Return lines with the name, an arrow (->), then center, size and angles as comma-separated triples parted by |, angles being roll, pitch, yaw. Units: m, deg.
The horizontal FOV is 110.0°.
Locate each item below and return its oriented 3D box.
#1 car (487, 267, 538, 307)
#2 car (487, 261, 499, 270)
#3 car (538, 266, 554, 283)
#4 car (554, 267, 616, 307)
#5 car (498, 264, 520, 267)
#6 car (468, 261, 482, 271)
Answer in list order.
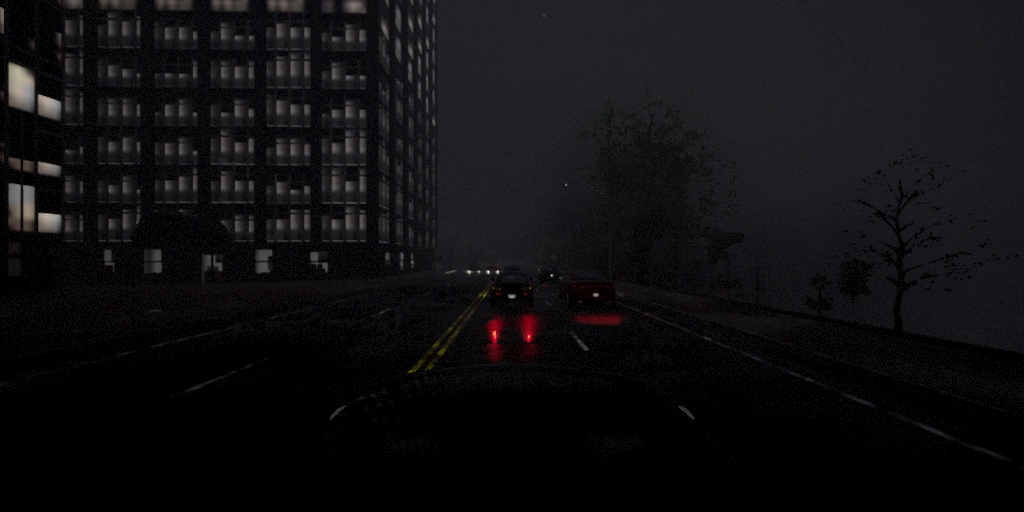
car -> -0.001, 1.409, 16.209 | 1.812, 1.442, 4.674 | 0, 0, 0
car -> -3.283, 1.670, 63.472 | 2.097, 1.767, 4.553 | 0, 0, 0
car -> 3.239, 1.585, 31.114 | 1.994, 1.385, 4.181 | 0, 0, 0
car -> 3.251, 1.362, 16.319 | 1.882, 1.535, 5.008 | 0, 0, 0
car -> -0.009, 1.529, 31.133 | 1.837, 1.490, 4.892 | 0, 0, 0
car -> -6.534, 1.671, 63.466 | 2.097, 1.767, 4.553 | 0, 0, 0
